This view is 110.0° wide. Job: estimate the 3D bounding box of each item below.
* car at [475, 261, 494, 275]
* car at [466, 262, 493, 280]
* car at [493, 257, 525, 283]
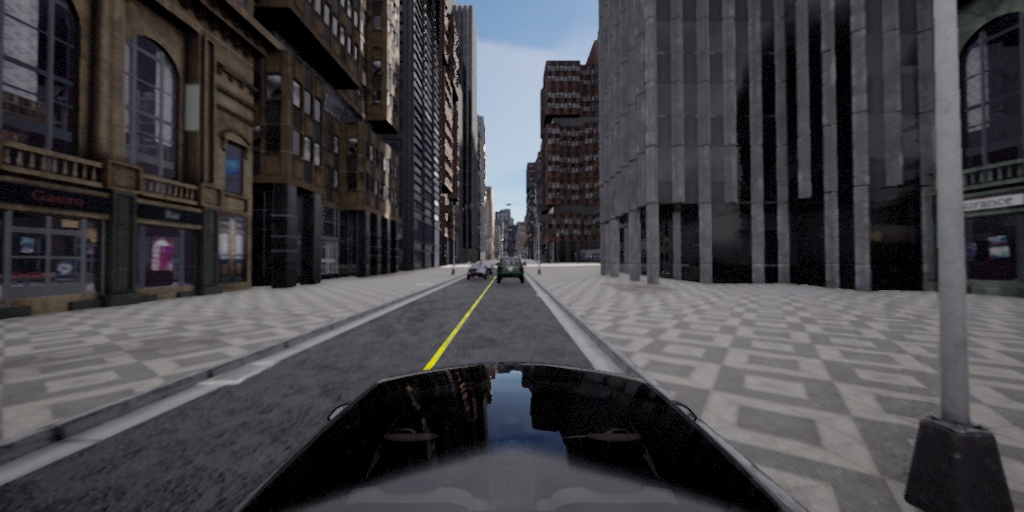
[{"bbox_3d":[-3.201,1.431,42.983,1.882,1.535,5.008,0,0,0],"label":"car"},{"bbox_3d":[-3.156,1.447,34.183,2.033,1.411,5.357,0,0,0],"label":"car"},{"bbox_3d":[-0.107,1.090,29.357,2.150,2.045,5.566,0,0,0],"label":"car"}]
